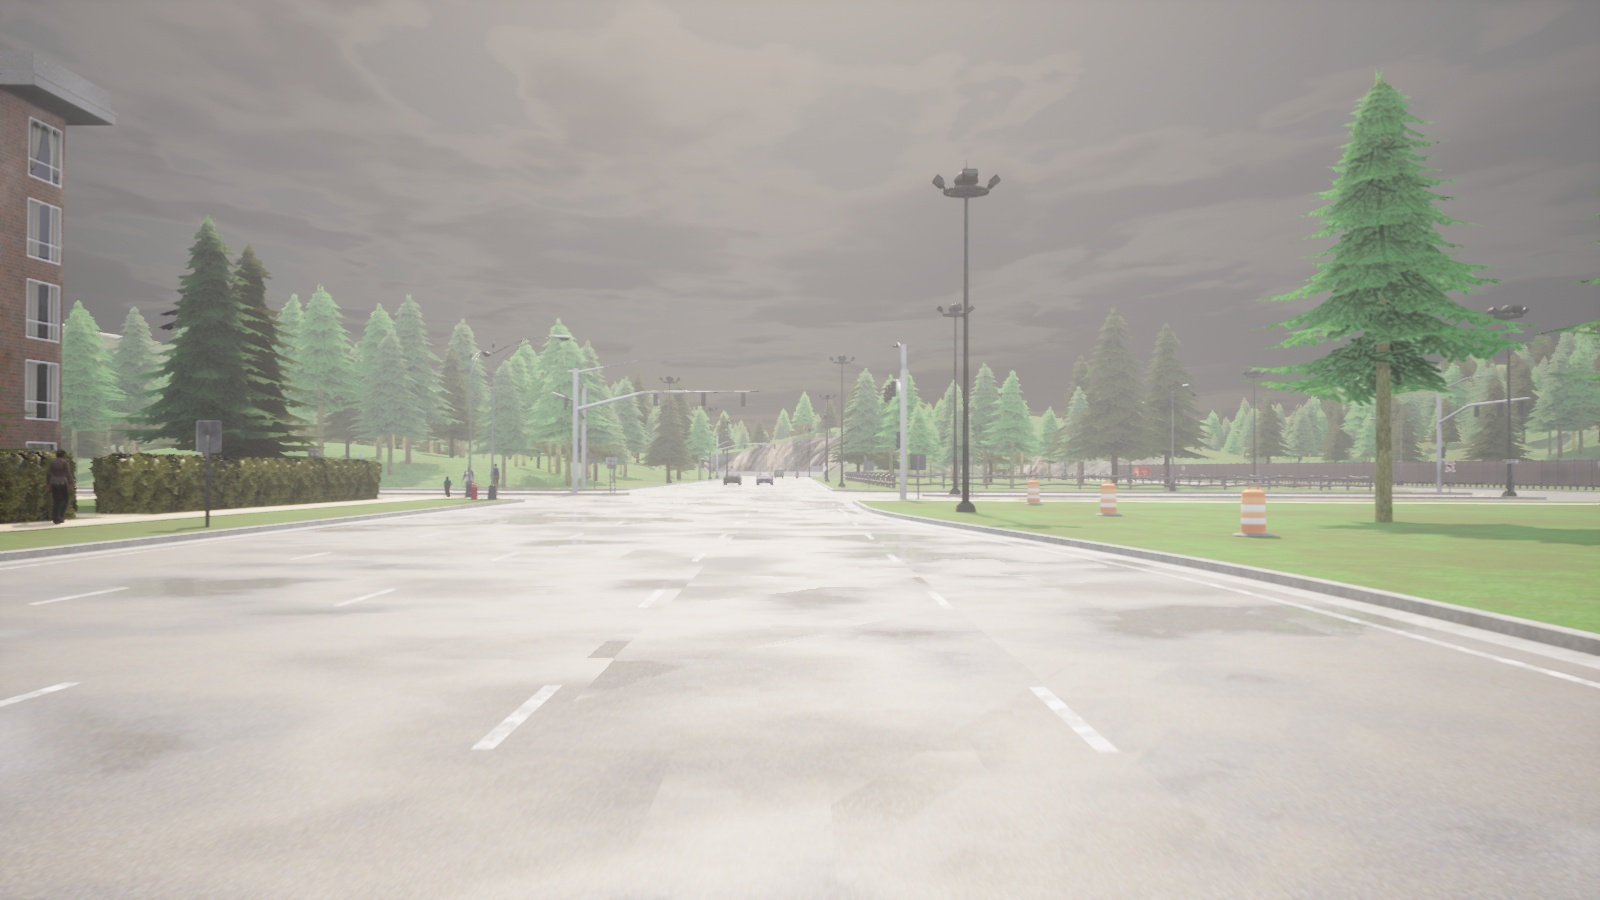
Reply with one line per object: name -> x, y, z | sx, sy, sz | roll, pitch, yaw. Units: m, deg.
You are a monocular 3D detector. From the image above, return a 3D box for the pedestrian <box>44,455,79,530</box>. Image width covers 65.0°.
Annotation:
pedestrian -> -18.068, 1.030, 30.741 | 0.328, 1.805, 0.869 | 0, -1, 1
